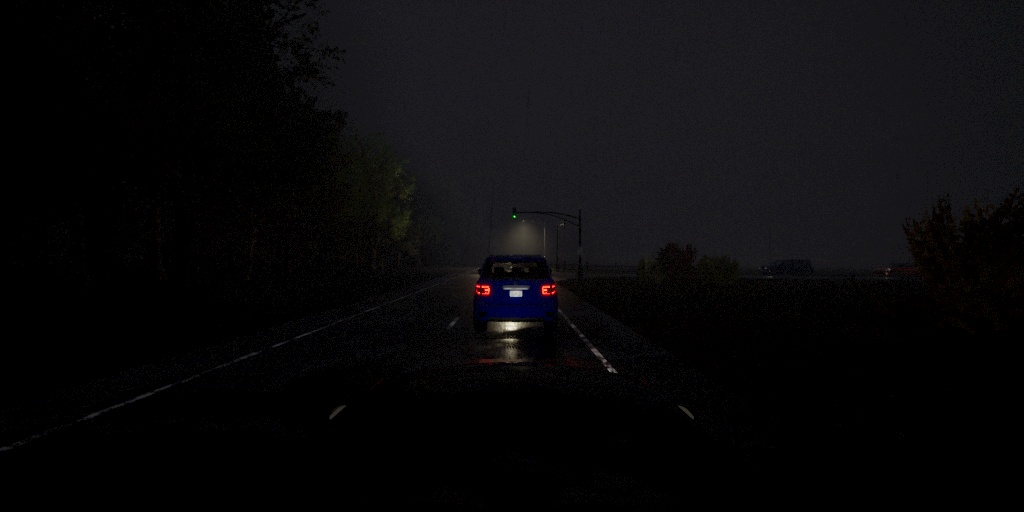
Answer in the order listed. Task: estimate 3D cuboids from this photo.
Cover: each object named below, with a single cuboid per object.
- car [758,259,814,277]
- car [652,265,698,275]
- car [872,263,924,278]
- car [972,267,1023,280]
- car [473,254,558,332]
[{"bbox_3d":[32.316,1.382,42.313,5.566,2.045,2.150,1,-1,1],"label":"car"},{"bbox_3d":[19.373,1.567,42.359,5.357,1.411,2.033,1,-1,0],"label":"car"},{"bbox_3d":[45.433,1.656,42.240,4.553,1.767,2.097,1,-1,1],"label":"car"},{"bbox_3d":[52.078,1.881,38.613,4.181,1.385,1.994,1,-1,1],"label":"car"},{"bbox_3d":[0.093,0.974,11.035,2.150,2.045,5.566,0,0,0],"label":"car"}]
